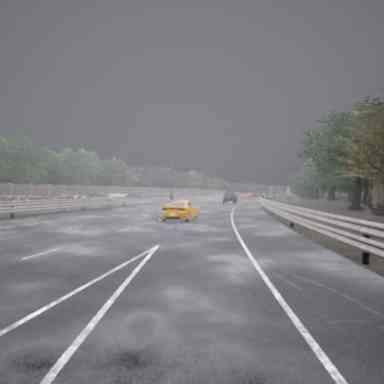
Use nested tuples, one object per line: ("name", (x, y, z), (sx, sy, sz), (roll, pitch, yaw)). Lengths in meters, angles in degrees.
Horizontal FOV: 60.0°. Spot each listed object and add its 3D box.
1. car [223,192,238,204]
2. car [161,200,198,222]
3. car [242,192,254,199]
("car", (6.843, 0.938, 58.759), (2.150, 2.045, 5.566), (0, 0, 14))
("car", (-0.817, 1.354, 24.962), (1.882, 1.535, 5.008), (0, 0, 12))
("car", (14.637, 0.949, 88.832), (2.097, 1.767, 4.553), (0, 0, 15))
